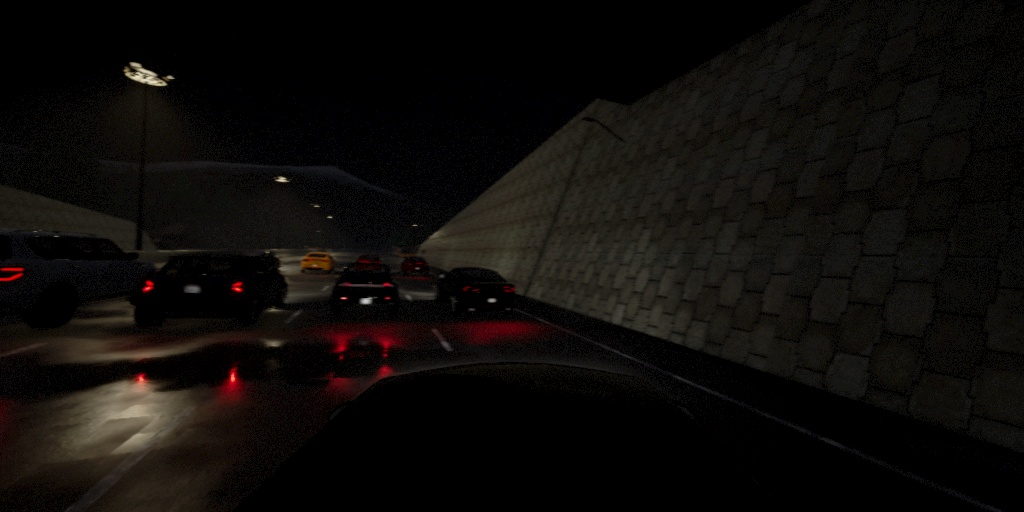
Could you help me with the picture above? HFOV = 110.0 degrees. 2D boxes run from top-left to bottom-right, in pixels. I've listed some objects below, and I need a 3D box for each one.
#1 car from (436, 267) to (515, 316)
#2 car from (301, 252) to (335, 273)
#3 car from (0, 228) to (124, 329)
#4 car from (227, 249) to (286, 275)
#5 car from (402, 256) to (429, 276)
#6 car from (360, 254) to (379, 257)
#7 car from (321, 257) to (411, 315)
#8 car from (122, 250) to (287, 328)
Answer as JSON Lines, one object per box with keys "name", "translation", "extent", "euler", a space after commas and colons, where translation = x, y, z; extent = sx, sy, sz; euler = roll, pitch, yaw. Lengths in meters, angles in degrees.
{"name": "car", "translation": [-1.499, 1.128, 13.037], "extent": [1.882, 1.535, 5.008], "euler": [3, 0, -22]}
{"name": "car", "translation": [-14.684, 0.449, 27.387], "extent": [1.882, 1.535, 5.008], "euler": [3, 0, -22]}
{"name": "car", "translation": [-10.987, 0.416, 8.539], "extent": [2.150, 2.045, 5.566], "euler": [3, 0, -22]}
{"name": "car", "translation": [-17.347, 0.338, 24.610], "extent": [2.128, 1.511, 4.902], "euler": [3, 0, -22]}
{"name": "car", "translation": [-8.189, 0.761, 29.978], "extent": [1.882, 1.535, 5.008], "euler": [3, 0, -22]}
{"name": "car", "translation": [-11.434, 0.605, 28.679], "extent": [1.882, 1.535, 5.008], "euler": [3, 0, -22]}
{"name": "car", "translation": [-4.883, 0.978, 12.087], "extent": [2.128, 1.511, 4.902], "euler": [3, 0, -22]}
{"name": "car", "translation": [-7.725, 0.704, 9.780], "extent": [2.097, 1.767, 4.553], "euler": [3, 0, -22]}
